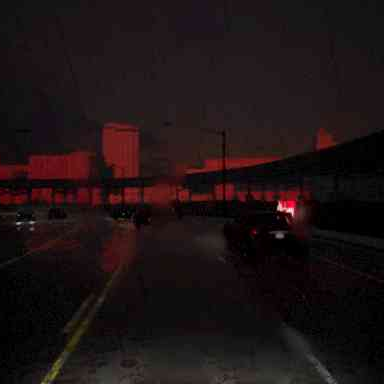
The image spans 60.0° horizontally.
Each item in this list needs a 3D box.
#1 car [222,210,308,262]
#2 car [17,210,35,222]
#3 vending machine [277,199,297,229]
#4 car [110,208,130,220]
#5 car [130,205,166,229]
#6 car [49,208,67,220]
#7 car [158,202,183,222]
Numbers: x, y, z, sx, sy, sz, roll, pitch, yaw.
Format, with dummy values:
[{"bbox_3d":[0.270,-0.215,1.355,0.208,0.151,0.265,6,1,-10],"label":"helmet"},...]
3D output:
[{"bbox_3d":[2.561,1.465,12.772,2.097,1.767,4.553,0,-1,-7],"label":"car"},{"bbox_3d":[-19.552,2.784,39.334,1.895,1.301,4.718,0,-3,-25],"label":"car"},{"bbox_3d":[6.760,1.551,23.626,1.100,2.100,0.880,1,-1,-12],"label":"vending machine"},{"bbox_3d":[-9.065,2.728,41.888,1.994,1.385,4.181,0,-2,-23],"label":"car"},{"bbox_3d":[-3.520,1.970,25.989,1.882,1.535,5.008,0,-2,-14],"label":"car"},{"bbox_3d":[-16.992,2.735,41.984,1.882,1.535,5.008,1,-3,-26],"label":"car"},{"bbox_3d":[-2.675,2.066,35.288,2.150,2.045,5.566,0,-2,-19],"label":"car"}]
